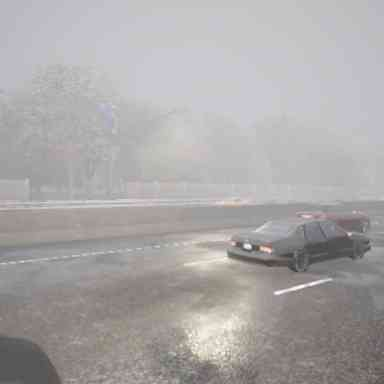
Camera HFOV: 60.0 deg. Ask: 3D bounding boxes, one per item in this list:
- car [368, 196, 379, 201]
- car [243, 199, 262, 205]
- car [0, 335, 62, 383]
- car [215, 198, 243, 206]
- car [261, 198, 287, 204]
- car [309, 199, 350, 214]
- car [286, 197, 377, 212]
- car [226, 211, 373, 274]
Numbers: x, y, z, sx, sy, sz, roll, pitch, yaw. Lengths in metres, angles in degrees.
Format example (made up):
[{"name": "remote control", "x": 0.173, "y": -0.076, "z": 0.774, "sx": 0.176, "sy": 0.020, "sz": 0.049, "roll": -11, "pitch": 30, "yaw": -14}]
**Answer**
[{"name": "car", "x": 32.938, "y": 1.552, "z": 61.767, "sx": 4.674, "sy": 1.442, "sz": 1.812, "roll": 0, "pitch": 0, "yaw": -36}, {"name": "car", "x": 9.085, "y": 1.484, "z": 40.551, "sx": 4.902, "sy": 1.511, "sz": 2.128, "roll": 0, "pitch": 0, "yaw": -35}, {"name": "car", "x": -2.804, "y": 1.565, "z": 1.746, "sx": 4.181, "sy": 1.385, "sz": 1.994, "roll": 0, "pitch": 0, "yaw": -36}, {"name": "car", "x": 5.092, "y": 1.469, "z": 42.004, "sx": 5.008, "sy": 1.535, "sz": 1.882, "roll": 0, "pitch": 0, "yaw": -35}, {"name": "car", "x": 10.693, "y": 1.540, "z": 37.404, "sx": 5.357, "sy": 1.411, "sz": 2.033, "roll": 0, "pitch": 0, "yaw": -35}, {"name": "car", "x": 14.987, "y": 1.499, "z": 36.165, "sx": 4.892, "sy": 1.490, "sz": 1.837, "roll": 0, "pitch": 0, "yaw": -35}, {"name": "car", "x": 7.476, "y": 1.341, "z": 17.679, "sx": 4.553, "sy": 1.767, "sz": 2.097, "roll": 0, "pitch": 0, "yaw": -35}, {"name": "car", "x": 3.574, "y": 1.540, "z": 10.596, "sx": 5.357, "sy": 1.411, "sz": 2.033, "roll": 0, "pitch": 0, "yaw": -35}]
